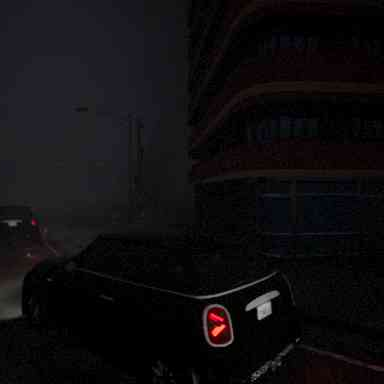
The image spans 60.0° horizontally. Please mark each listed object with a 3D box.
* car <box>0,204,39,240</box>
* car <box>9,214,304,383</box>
[{"bbox_3d":[-8.355,1.351,15.566,2.097,1.767,4.553,0,0,-27],"label":"car"},{"bbox_3d":[-0.779,1.352,5.138,4.553,1.767,2.097,0,0,41],"label":"car"}]
